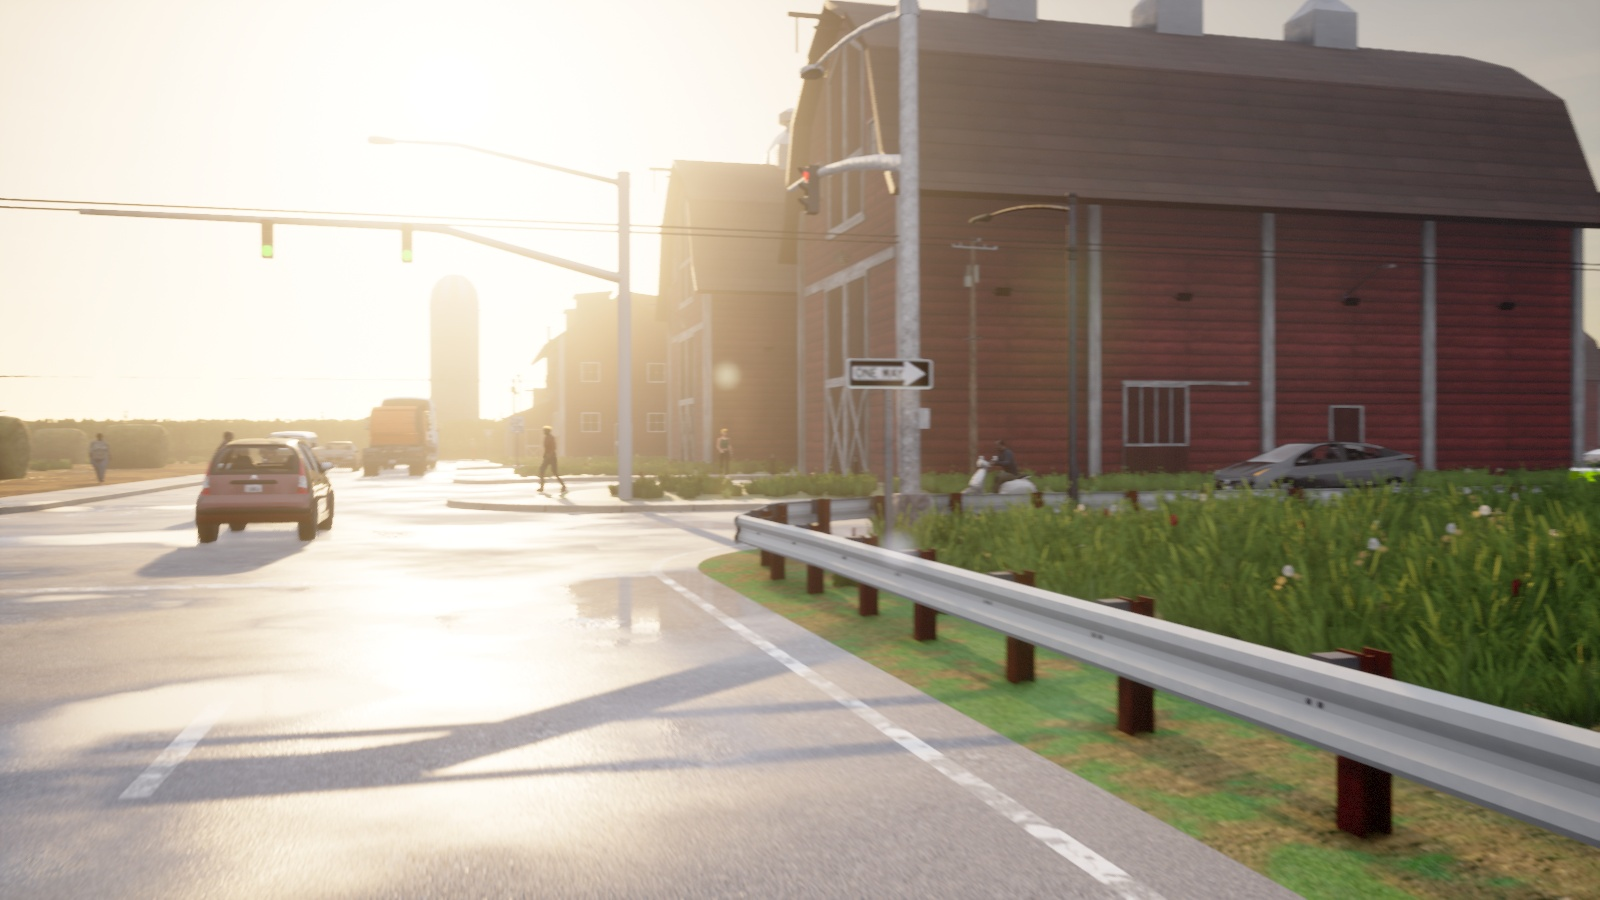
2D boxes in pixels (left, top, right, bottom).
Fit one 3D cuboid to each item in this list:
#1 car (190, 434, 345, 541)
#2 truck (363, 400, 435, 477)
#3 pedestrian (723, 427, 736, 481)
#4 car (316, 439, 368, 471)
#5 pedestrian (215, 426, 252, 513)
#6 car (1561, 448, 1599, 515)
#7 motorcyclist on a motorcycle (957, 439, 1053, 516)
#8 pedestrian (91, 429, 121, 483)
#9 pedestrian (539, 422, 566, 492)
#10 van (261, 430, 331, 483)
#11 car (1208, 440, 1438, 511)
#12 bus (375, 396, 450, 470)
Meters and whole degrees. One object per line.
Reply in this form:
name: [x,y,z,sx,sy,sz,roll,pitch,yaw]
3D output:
car: [-8.821,0.560,21.128,1.851,1.617,3.988,0,0,-15]
truck: [-19.557,-0.589,61.629,2.891,3.462,7.936,-1,1,-15]
pedestrian: [-2.430,0.150,43.065,0.345,1.836,0.594,0,0,-14]
car: [-25.149,0.253,69.097,2.242,1.667,4.611,0,0,-15]
pedestrian: [-12.262,0.421,27.195,0.720,1.854,0.376,0,0,-21]
car: [17.469,0.642,26.309,2.207,1.376,1.481,-1,0,-14]
motorcyclist on a motorcycle: [4.354,0.566,26.691,1.817,1.590,0.866,0,0,-14]
pedestrian: [-24.033,0.208,43.468,0.874,1.855,0.900,0,0,-30]
pedestrian: [-6.575,0.191,33.391,0.331,1.846,0.636,0,0,42]
van: [-20.242,0.227,50.567,2.069,2.038,4.480,0,0,-15]
car: [11.831,0.533,28.527,4.514,1.525,2.007,0,0,-14]
bus: [-23.751,-1.017,77.470,3.944,4.253,10.273,0,0,-15]
